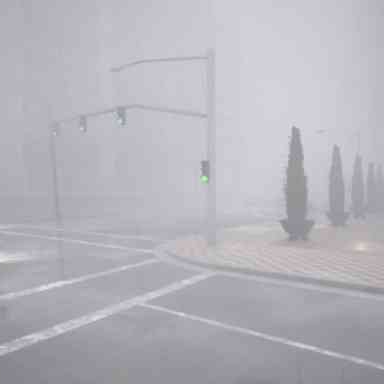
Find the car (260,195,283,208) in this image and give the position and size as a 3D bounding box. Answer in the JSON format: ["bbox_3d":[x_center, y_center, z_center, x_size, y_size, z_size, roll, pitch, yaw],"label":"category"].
[{"bbox_3d":[12.871,1.586,50.863,2.128,1.511,4.902,0,0,36],"label":"car"}]

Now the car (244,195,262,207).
[{"bbox_3d":[10.031,1.618,52.908,1.837,1.490,4.892,0,0,36],"label":"car"}]

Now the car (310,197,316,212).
[{"bbox_3d":[12.643,1.624,38.534,1.994,1.385,4.181,0,0,36],"label":"car"}]
